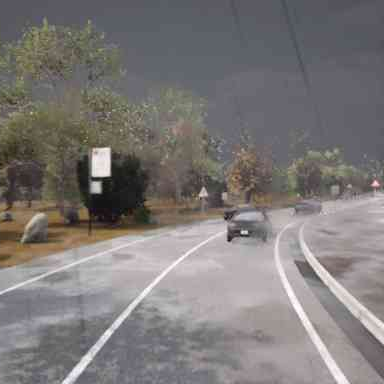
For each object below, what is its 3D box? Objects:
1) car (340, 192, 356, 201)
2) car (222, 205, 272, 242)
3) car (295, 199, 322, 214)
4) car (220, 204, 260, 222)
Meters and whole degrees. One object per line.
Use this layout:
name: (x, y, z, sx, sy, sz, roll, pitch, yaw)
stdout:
car: (28.874, 0.708, 61.564, 2.128, 1.511, 4.902, -4, 0, 39)
car: (2.933, 1.585, 16.582, 1.812, 1.442, 4.674, -1, -1, 17)
car: (12.443, 1.512, 35.419, 2.128, 1.511, 4.902, -4, -1, 35)
car: (4.264, 1.805, 28.885, 1.895, 1.301, 4.718, -2, -1, 28)
